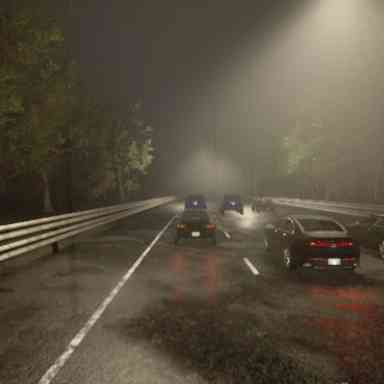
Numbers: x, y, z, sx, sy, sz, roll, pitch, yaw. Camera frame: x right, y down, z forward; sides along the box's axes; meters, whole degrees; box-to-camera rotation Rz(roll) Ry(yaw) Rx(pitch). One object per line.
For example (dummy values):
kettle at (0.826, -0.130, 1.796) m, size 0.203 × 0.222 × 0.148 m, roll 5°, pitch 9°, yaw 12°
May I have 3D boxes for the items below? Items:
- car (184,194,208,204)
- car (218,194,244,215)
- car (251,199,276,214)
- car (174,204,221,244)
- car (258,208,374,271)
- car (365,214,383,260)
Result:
car at (0.394, 1.181, 33.776) m, size 2.150 × 2.045 × 5.566 m, roll 0°, pitch 0°, yaw 1°
car at (3.893, 1.182, 33.738) m, size 2.150 × 2.045 × 5.566 m, roll 0°, pitch 0°, yaw 1°
car at (7.410, 1.451, 34.666) m, size 2.128 × 1.511 × 4.902 m, roll 0°, pitch 0°, yaw 1°
car at (0.168, 1.507, 15.594) m, size 1.812 × 1.442 × 4.674 m, roll 0°, pitch 0°, yaw 0°
car at (3.635, 1.495, 10.873) m, size 1.837 × 1.490 × 4.892 m, roll 0°, pitch 1°, yaw 0°
car at (7.143, 1.513, 12.058) m, size 1.812 × 1.442 × 4.674 m, roll 0°, pitch 0°, yaw 0°
